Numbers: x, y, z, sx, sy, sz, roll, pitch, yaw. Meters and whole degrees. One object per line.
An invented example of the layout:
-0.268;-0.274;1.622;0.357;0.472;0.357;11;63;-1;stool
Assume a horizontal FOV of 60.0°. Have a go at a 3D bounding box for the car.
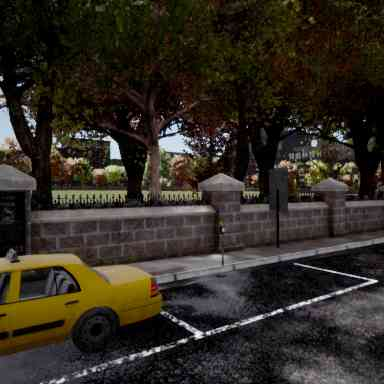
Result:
-2.768;1.525;4.585;4.829;1.417;1.752;0;0;-35;car
